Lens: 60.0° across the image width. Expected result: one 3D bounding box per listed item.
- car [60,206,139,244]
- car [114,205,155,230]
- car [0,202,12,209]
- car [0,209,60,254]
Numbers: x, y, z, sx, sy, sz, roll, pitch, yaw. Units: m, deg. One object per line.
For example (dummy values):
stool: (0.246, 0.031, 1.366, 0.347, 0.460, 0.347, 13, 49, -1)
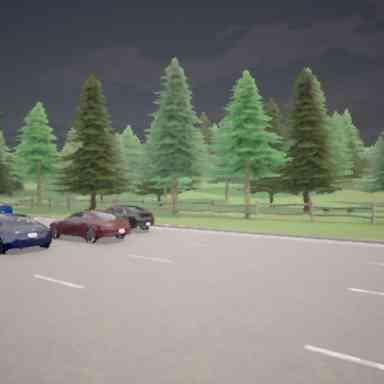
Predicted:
car: (-4.992, 1.559, 16.116, 4.674, 1.442, 1.812, 0, 0, 36)
car: (-4.423, 1.543, 20.018, 4.892, 1.490, 1.837, 0, 0, 36)
car: (-17.993, 1.558, 29.694, 5.008, 1.535, 1.882, 0, 0, 36)
car: (-7.649, 1.600, 13.717, 4.181, 1.385, 1.994, 0, 0, 36)
